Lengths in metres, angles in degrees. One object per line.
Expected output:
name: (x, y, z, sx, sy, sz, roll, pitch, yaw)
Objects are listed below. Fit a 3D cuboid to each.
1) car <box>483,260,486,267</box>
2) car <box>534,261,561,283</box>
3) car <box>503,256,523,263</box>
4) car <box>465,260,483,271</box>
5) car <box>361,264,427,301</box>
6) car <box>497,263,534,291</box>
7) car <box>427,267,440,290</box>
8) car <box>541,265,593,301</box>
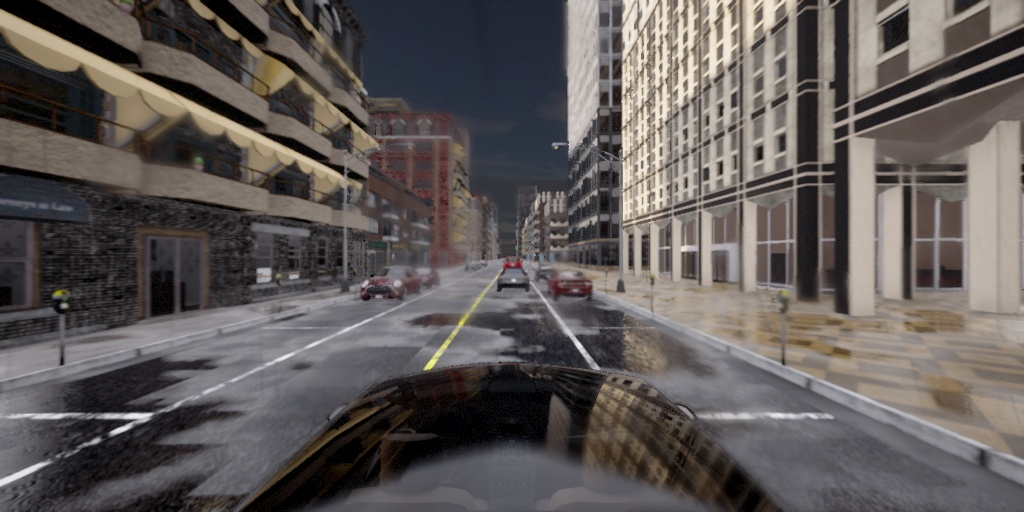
car: (-5.695, 1.410, 56.866, 2.007, 1.370, 4.403, 0, 0, 0)
car: (2.688, 1.349, 28.625, 2.007, 1.370, 4.403, 0, 0, 0)
car: (0.105, 1.046, 41.763, 2.150, 2.045, 5.566, 0, 0, 0)
car: (-5.695, 1.397, 51.218, 2.007, 1.370, 4.403, 0, 0, 0)
car: (-5.691, 1.217, 17.327, 1.967, 1.591, 4.097, 0, 0, 0)
car: (0.100, 1.350, 22.298, 1.994, 1.385, 4.181, 0, 0, 0)
car: (-5.691, 1.369, 22.975, 1.802, 1.307, 4.207, 0, 0, 0)
car: (2.690, 1.322, 17.327, 1.888, 1.381, 4.507, 0, 0, 0)
